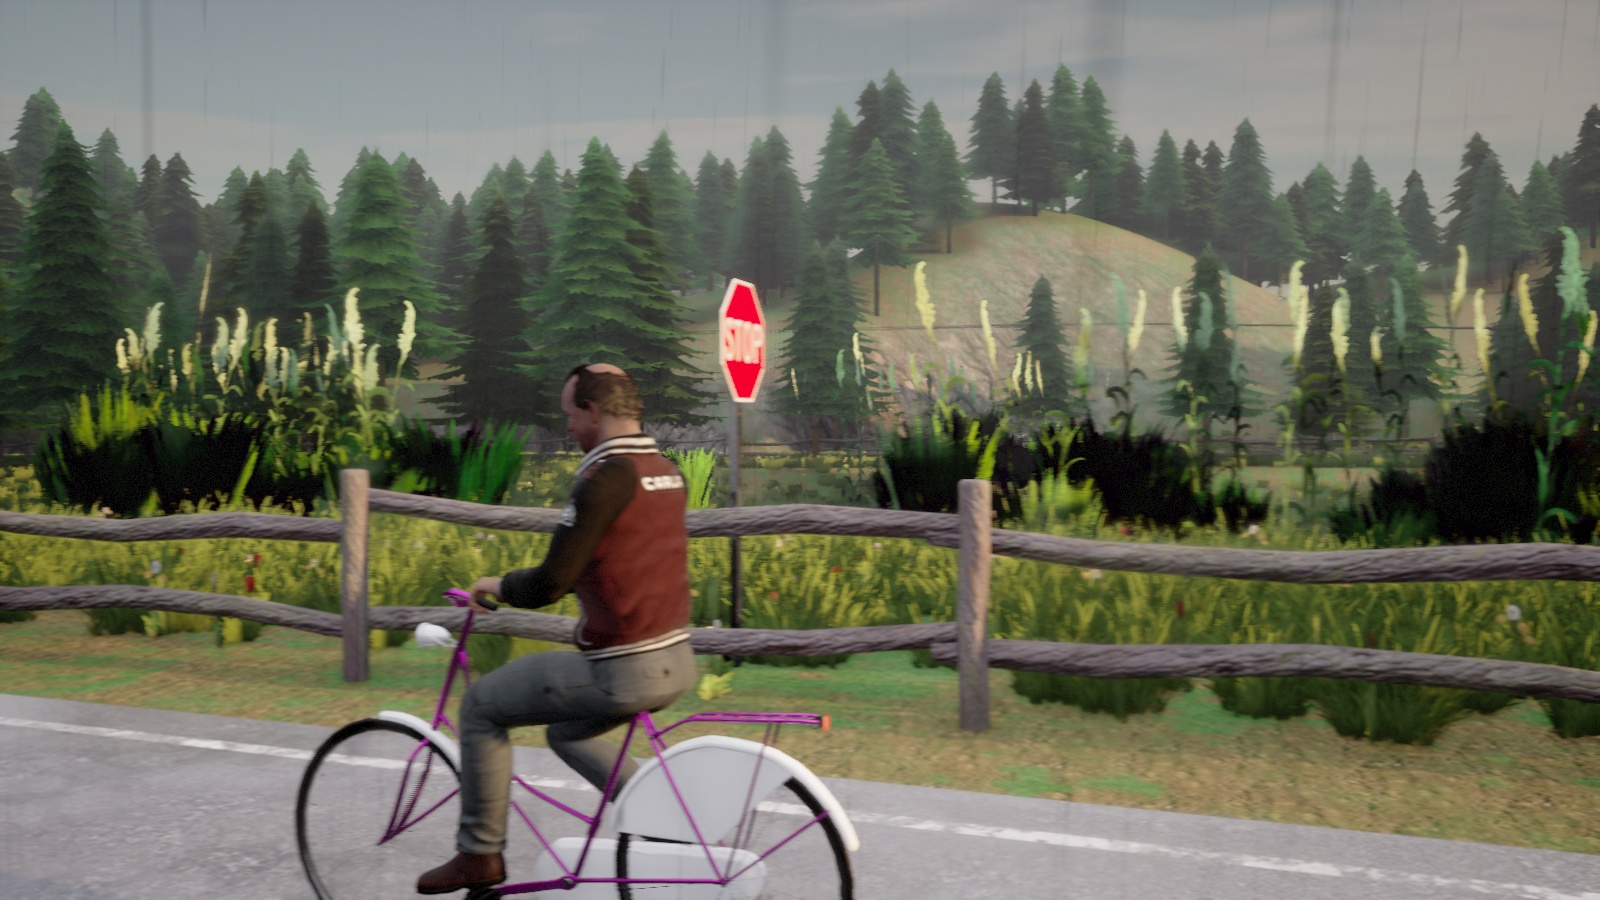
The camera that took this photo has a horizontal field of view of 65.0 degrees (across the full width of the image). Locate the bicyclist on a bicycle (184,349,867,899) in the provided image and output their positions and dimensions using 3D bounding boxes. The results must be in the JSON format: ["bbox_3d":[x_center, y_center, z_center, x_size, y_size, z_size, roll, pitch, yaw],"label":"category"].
[{"bbox_3d":[-0.793,0.636,3.598,1.843,1.776,0.659,1,1,21],"label":"bicyclist on a bicycle"}]
